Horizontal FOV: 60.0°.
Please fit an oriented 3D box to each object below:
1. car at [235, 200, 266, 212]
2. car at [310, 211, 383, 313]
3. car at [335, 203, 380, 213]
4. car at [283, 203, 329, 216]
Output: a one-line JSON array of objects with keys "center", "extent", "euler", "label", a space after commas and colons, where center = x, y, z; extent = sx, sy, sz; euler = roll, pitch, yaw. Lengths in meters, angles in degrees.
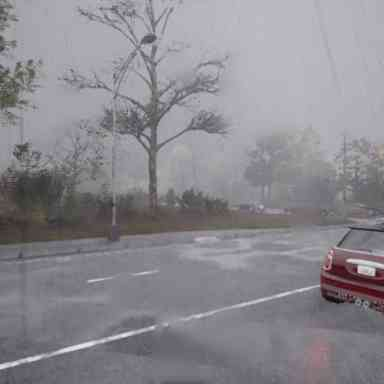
[{"center": [7.393, 1.743, 42.705], "extent": [2.128, 1.511, 4.902], "euler": [0, -1, -27], "label": "car"}, {"center": [4.796, 1.410, 7.022], "extent": [4.553, 1.767, 2.097], "euler": [1, 0, -35], "label": "car"}, {"center": [16.573, 1.806, 33.305], "extent": [1.994, 1.385, 4.181], "euler": [0, 0, -30], "label": "car"}, {"center": [11.801, 1.820, 34.494], "extent": [1.895, 1.301, 4.718], "euler": [0, 0, -28], "label": "car"}]
